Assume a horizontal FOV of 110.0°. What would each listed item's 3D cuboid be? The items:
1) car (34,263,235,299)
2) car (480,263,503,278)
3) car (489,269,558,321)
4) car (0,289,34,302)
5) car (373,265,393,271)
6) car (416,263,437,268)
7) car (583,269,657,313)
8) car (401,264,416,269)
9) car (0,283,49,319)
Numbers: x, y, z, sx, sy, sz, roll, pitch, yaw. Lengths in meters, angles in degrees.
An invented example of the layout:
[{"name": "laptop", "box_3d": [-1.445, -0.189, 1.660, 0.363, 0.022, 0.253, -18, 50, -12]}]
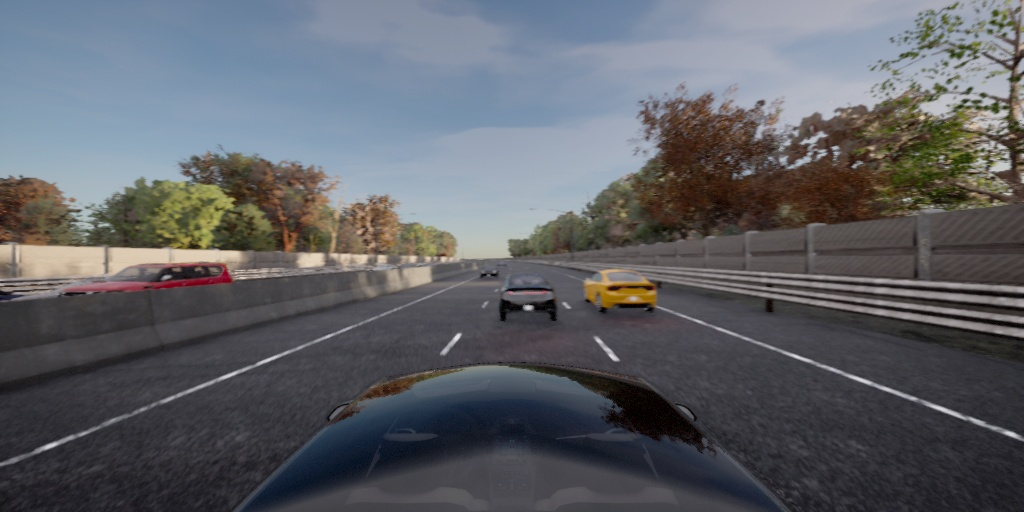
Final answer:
[{"name": "car", "box_3d": [-13.621, 1.291, 13.892, 2.150, 2.045, 5.566, -1, 0, 2]}, {"name": "car", "box_3d": [-2.344, 1.728, 39.202, 1.895, 1.301, 4.718, -1, -1, 1]}, {"name": "car", "box_3d": [0.554, 1.330, 12.934, 2.128, 1.511, 4.902, -1, 0, 2]}, {"name": "car", "box_3d": [-17.091, 1.657, 14.749, 1.812, 1.442, 4.674, -1, 0, 2]}, {"name": "car", "box_3d": [-19.686, 2.037, 54.881, 1.812, 1.442, 4.674, -1, 0, 1]}, {"name": "car", "box_3d": [-12.693, 1.899, 55.286, 2.128, 1.511, 4.902, -1, 0, 1]}, {"name": "car", "box_3d": [4.101, 1.272, 14.343, 1.882, 1.535, 5.008, -1, 0, 2]}, {"name": "car", "box_3d": [-16.158, 1.977, 56.810, 1.837, 1.490, 4.892, -1, 0, 1]}, {"name": "car", "box_3d": [-20.652, 1.773, 12.884, 1.895, 1.301, 4.718, -1, 0, 2]}]
